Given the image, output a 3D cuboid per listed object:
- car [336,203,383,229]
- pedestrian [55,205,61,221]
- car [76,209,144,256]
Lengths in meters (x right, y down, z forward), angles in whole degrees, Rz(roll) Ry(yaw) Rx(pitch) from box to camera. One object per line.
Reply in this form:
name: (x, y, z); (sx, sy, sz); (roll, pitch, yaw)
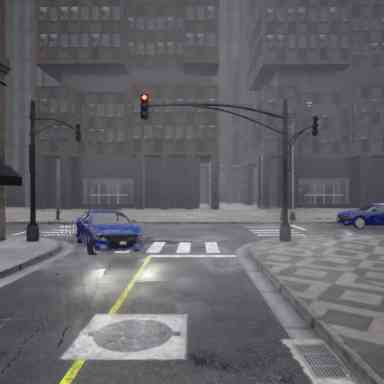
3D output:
car: (11.810, 1.459, 21.085); (5.008, 1.535, 1.882); (0, 0, 1)
pedestrian: (-9.819, 1.533, 24.377); (0.500, 1.100, 0.500); (0, 0, 1)
car: (-3.475, 1.478, 13.587); (1.882, 1.535, 5.008); (2, -1, -27)
